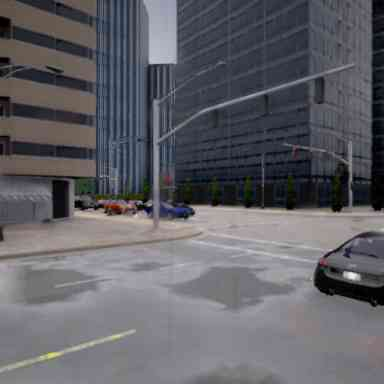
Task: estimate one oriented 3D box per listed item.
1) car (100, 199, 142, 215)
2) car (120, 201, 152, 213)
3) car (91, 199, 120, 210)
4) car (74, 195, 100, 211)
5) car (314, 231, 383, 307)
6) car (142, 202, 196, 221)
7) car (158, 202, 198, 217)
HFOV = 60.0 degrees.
[{"bbox_3d":[-7.906,1.563,36.801,2.097,1.767,4.553,0,0,-39],"label":"car"},{"bbox_3d":[-7.029,1.831,41.253,1.895,1.301,4.718,0,0,-39],"label":"car"},{"bbox_3d":[-12.561,1.803,48.034,2.033,1.411,5.357,0,0,-39],"label":"car"},{"bbox_3d":[-14.461,1.458,44.829,2.150,2.045,5.566,0,0,-39],"label":"car"},{"bbox_3d":[4.671,1.601,7.677,4.181,1.385,1.994,0,0,-38],"label":"car"},{"bbox_3d":[-2.175,1.662,29.777,1.882,1.535,5.008,0,0,-39],"label":"car"},{"bbox_3d":[-1.489,1.769,34.468,1.994,1.385,4.181,0,0,-39],"label":"car"}]
